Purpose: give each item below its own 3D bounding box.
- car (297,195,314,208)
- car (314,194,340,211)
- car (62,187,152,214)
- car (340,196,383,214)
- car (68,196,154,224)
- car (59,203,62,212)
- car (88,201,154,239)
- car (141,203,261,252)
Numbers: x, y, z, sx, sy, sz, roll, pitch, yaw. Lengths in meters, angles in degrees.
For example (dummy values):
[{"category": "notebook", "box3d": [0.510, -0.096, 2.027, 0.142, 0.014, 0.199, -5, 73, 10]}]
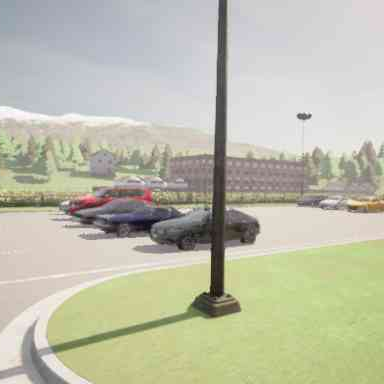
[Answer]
[{"category": "car", "box3d": [14.365, 1.057, 38.985, 4.892, 1.490, 1.837, 0, 1, -34]}, {"category": "car", "box3d": [15.513, 1.171, 35.532, 4.674, 1.442, 1.812, 0, 1, -34]}, {"category": "car", "box3d": [-5.123, 0.688, 21.600, 5.566, 2.045, 2.150, 1, 1, -34]}, {"category": "car", "box3d": [16.970, 1.218, 32.306, 5.008, 1.535, 1.882, 1, 1, -34]}, {"category": "car", "box3d": [-3.665, 1.109, 18.372, 5.357, 1.411, 2.033, 0, 1, -34]}, {"category": "car", "box3d": [-7.258, 0.892, 24.376, 4.674, 1.442, 1.812, 0, 1, -34]}, {"category": "car", "box3d": [-2.013, 1.260, 15.268, 4.718, 1.301, 1.895, 0, 1, -34]}, {"category": "car", "box3d": [0.653, 1.290, 12.831, 4.674, 1.442, 1.812, 0, 1, -34]}]
